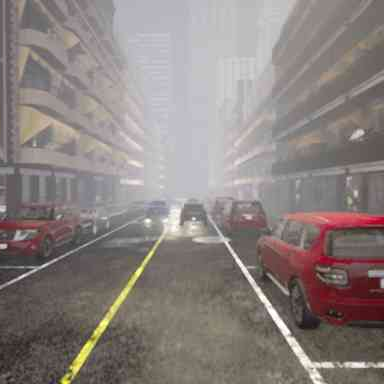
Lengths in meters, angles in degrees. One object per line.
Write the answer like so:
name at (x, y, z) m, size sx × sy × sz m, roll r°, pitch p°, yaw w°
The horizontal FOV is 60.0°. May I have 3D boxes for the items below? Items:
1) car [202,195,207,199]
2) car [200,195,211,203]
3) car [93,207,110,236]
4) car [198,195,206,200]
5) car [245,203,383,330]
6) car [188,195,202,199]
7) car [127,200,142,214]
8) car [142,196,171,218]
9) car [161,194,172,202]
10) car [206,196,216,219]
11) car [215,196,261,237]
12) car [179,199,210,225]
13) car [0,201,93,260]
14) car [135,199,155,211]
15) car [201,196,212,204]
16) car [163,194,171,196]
car at (2.711, 1.504, 57.455) m, size 1.752 × 1.417 × 4.829 m, roll -1°, pitch 0°, yaw 0°
car at (2.715, 1.415, 68.489) m, size 1.967 × 1.590 × 4.097 m, roll -1°, pitch 0°, yaw 0°
car at (-5.697, 1.544, 18.104) m, size 2.008 × 1.369 × 4.403 m, roll -1°, pitch 0°, yaw 0°
car at (2.729, 1.535, 90.897) m, size 1.947 × 1.339 × 4.313 m, roll -1°, pitch 0°, yaw 0°
car at (2.681, 1.312, 6.867) m, size 2.192 × 1.841 × 5.009 m, roll -1°, pitch 0°, yaw 0°
car at (0.124, 1.508, 45.742) m, size 1.812 × 1.442 × 4.674 m, roll 0°, pitch 0°, yaw 0°
car at (-5.681, 1.569, 34.910) m, size 1.802 × 1.307 × 4.206 m, roll -1°, pitch 0°, yaw 0°
car at (-3.060, 1.466, 30.779) m, size 1.882 × 1.535 × 5.008 m, roll 0°, pitch 0°, yaw 0°
car at (-5.663, 1.290, 74.124) m, size 2.192 × 1.841 × 5.009 m, roll -1°, pitch 0°, yaw 0°
car at (2.693, 1.303, 29.275) m, size 2.192 × 1.841 × 5.009 m, roll -1°, pitch 0°, yaw 0°
car at (2.687, 1.307, 18.071) m, size 2.192 × 1.841 × 5.009 m, roll -1°, pitch 0°, yaw 0°
car at (0.114, 1.494, 23.974) m, size 1.837 × 1.490 × 4.892 m, roll 0°, pitch 0°, yaw 0°
car at (-5.686, 1.311, 12.502) m, size 2.192 × 1.841 × 5.009 m, roll -1°, pitch 0°, yaw 0°
car at (-5.678, 1.567, 40.512) m, size 1.802 × 1.307 × 4.206 m, roll -1°, pitch 0°, yaw 0°
car at (2.714, 1.542, 62.887) m, size 1.947 × 1.339 × 4.313 m, roll -1°, pitch 0°, yaw 0°
car at (-5.666, 1.528, 62.920) m, size 2.008 × 1.369 × 4.403 m, roll -1°, pitch 0°, yaw 0°
